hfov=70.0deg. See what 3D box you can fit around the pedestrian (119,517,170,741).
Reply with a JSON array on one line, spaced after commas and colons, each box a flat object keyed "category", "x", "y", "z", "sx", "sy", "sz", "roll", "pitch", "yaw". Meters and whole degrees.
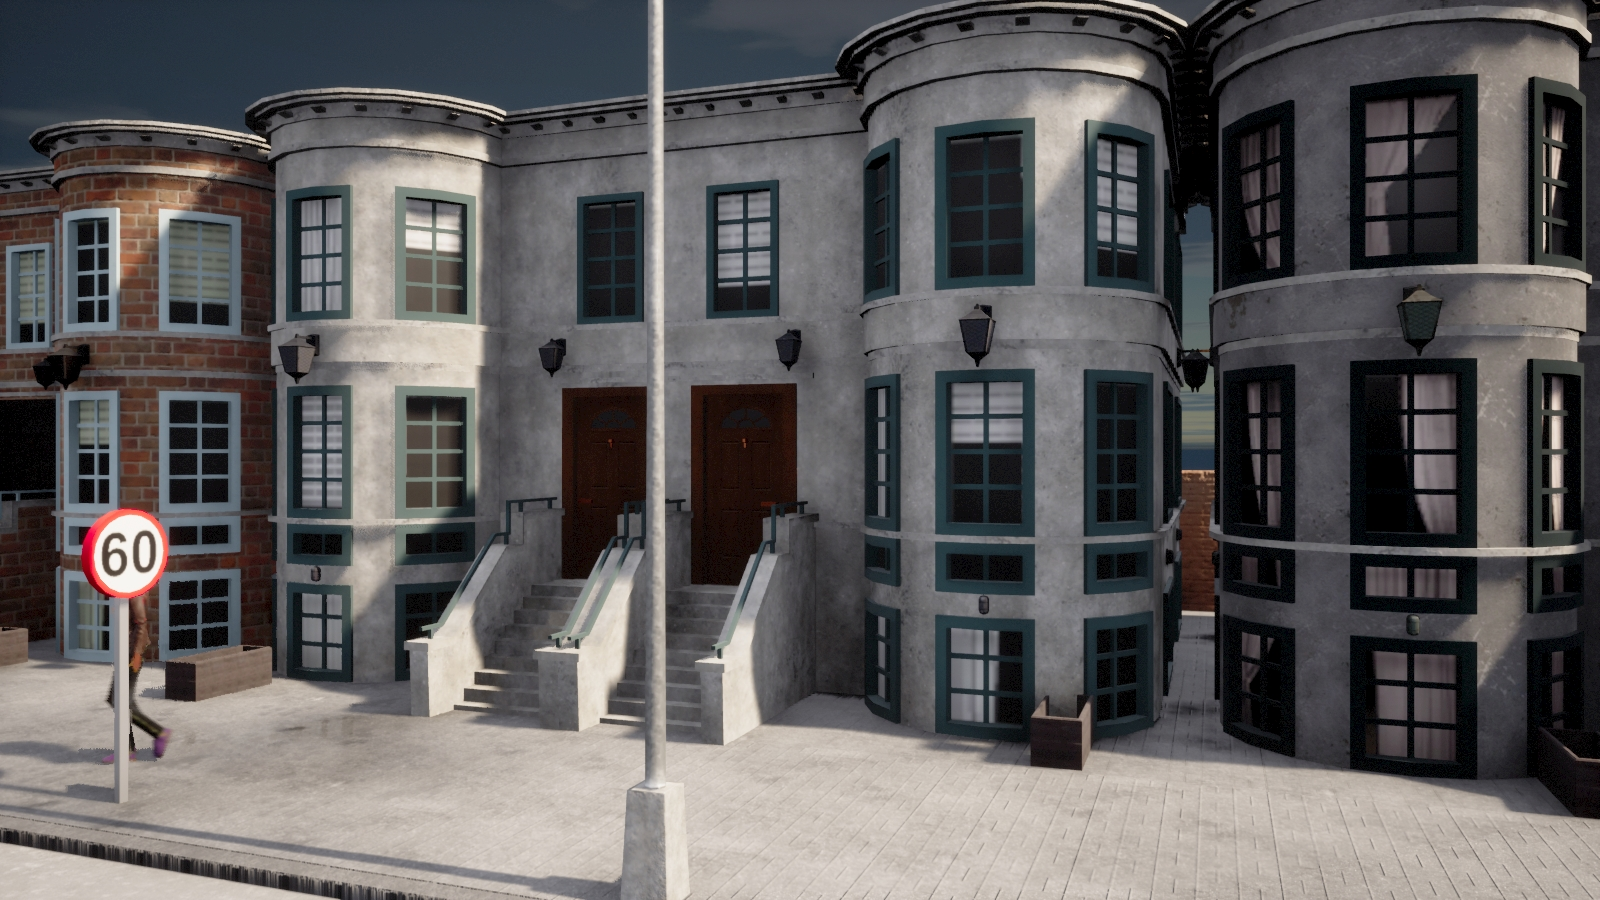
[{"category": "pedestrian", "x": -5.672, "y": 1.524, "z": 9.892, "sx": 0.375, "sy": 1.860, "sz": 0.375, "roll": 0, "pitch": 0, "yaw": -29}]
